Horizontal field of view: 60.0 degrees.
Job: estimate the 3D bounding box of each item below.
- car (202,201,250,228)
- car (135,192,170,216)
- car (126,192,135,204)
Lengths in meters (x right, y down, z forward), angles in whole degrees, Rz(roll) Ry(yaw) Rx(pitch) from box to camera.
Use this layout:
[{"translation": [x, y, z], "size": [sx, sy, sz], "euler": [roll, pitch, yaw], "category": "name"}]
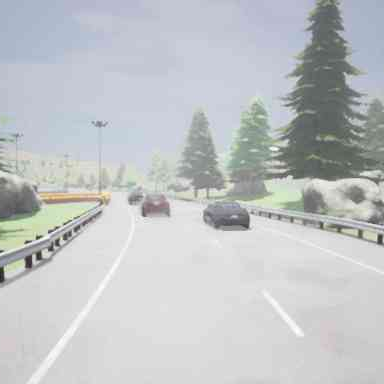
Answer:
[{"translation": [1.875, 1.216, 19.119], "size": [1.994, 1.385, 4.181], "euler": [0, 1, -9], "category": "car"}, {"translation": [-3.055, 0.879, 26.208], "size": [2.097, 1.767, 4.553], "euler": [0, 1, -13], "category": "car"}, {"translation": [-7.171, 0.746, 42.132], "size": [1.837, 1.490, 4.892], "euler": [0, 1, -16], "category": "car"}]
